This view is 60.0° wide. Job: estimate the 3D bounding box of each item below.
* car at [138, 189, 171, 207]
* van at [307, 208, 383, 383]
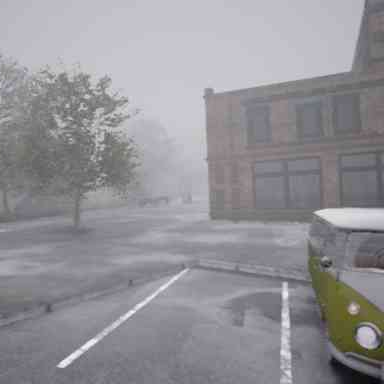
[{"bbox_3d":[-4.665,0.720,41.713,2.150,2.045,5.566,-3,0,21],"label":"car"},{"bbox_3d":[2.864,1.271,5.248,1.878,1.987,4.442,0,-1,16],"label":"van"}]
